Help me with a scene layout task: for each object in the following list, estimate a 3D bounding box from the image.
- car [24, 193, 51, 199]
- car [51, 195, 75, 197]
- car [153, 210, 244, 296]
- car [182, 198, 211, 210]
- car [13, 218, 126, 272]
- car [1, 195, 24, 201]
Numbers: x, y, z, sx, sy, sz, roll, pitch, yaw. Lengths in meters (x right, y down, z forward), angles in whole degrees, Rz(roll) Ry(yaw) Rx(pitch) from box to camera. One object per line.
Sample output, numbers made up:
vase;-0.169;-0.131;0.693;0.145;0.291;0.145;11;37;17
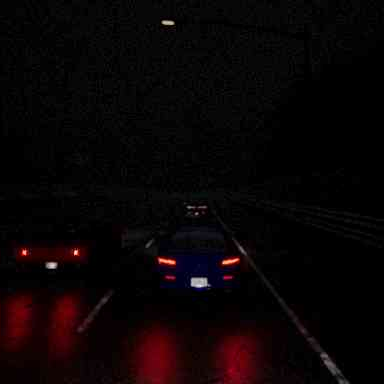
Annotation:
car;-20.217;0.982;44.958;1.837;1.490;4.892;0;0;2
car;-16.717;1.089;44.868;1.895;1.301;4.718;0;1;2
car;0.132;1.408;8.222;1.812;1.442;4.674;0;1;0
car;0.332;1.171;24.024;2.128;1.511;4.902;0;1;1
car;-3.359;1.455;10.245;1.895;1.301;4.718;0;1;1
car;-23.712;1.081;45.122;1.895;1.301;4.718;0;1;2
